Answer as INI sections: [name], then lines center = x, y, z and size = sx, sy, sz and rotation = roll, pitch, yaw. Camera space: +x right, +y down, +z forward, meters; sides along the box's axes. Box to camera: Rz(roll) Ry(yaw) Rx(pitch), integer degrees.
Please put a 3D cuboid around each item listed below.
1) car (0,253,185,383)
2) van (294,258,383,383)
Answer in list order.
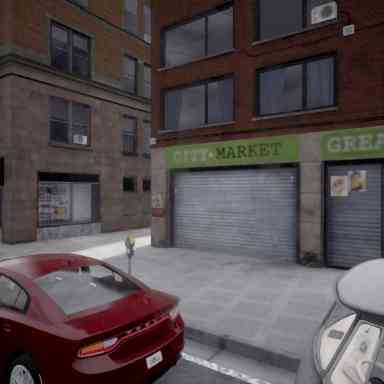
[car]
center = -2.192, 1.544, 4.639
size = 4.507, 1.381, 1.887
rotation = 0, 0, 35
[van]
center = 2.417, 1.341, 1.352
size = 3.998, 1.788, 1.690
rotation = 0, 0, 35
